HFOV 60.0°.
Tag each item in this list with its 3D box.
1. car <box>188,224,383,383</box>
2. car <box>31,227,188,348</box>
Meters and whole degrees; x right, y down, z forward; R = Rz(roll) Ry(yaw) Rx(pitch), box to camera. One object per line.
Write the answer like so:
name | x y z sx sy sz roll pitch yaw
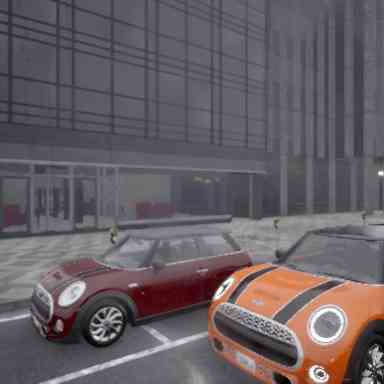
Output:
car | 2.443 1.350 5.122 4.553 1.767 2.097 0 0 -36
car | -0.749 1.438 6.234 4.097 1.590 1.967 0 0 -36
